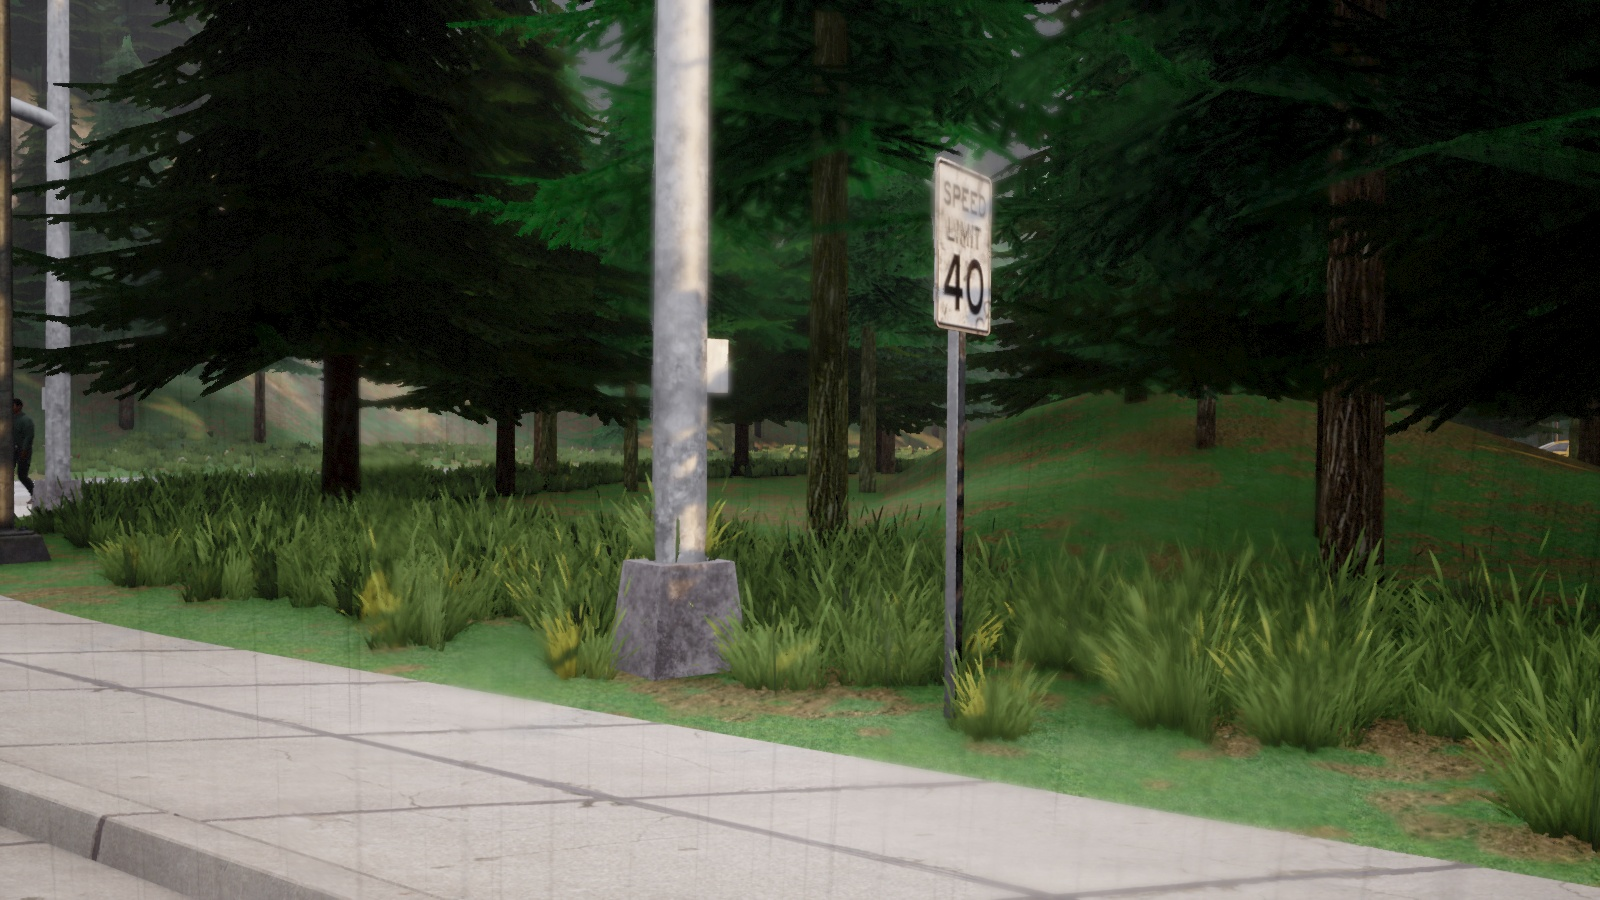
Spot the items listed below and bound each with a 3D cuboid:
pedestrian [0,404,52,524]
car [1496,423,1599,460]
[{"bbox_3d":[-12.998,0.225,20.934,0.423,1.949,0.788,0,1,19],"label":"pedestrian"},{"bbox_3d":[33.110,-0.368,54.063,5.366,1.575,1.801,0,1,33],"label":"car"}]
